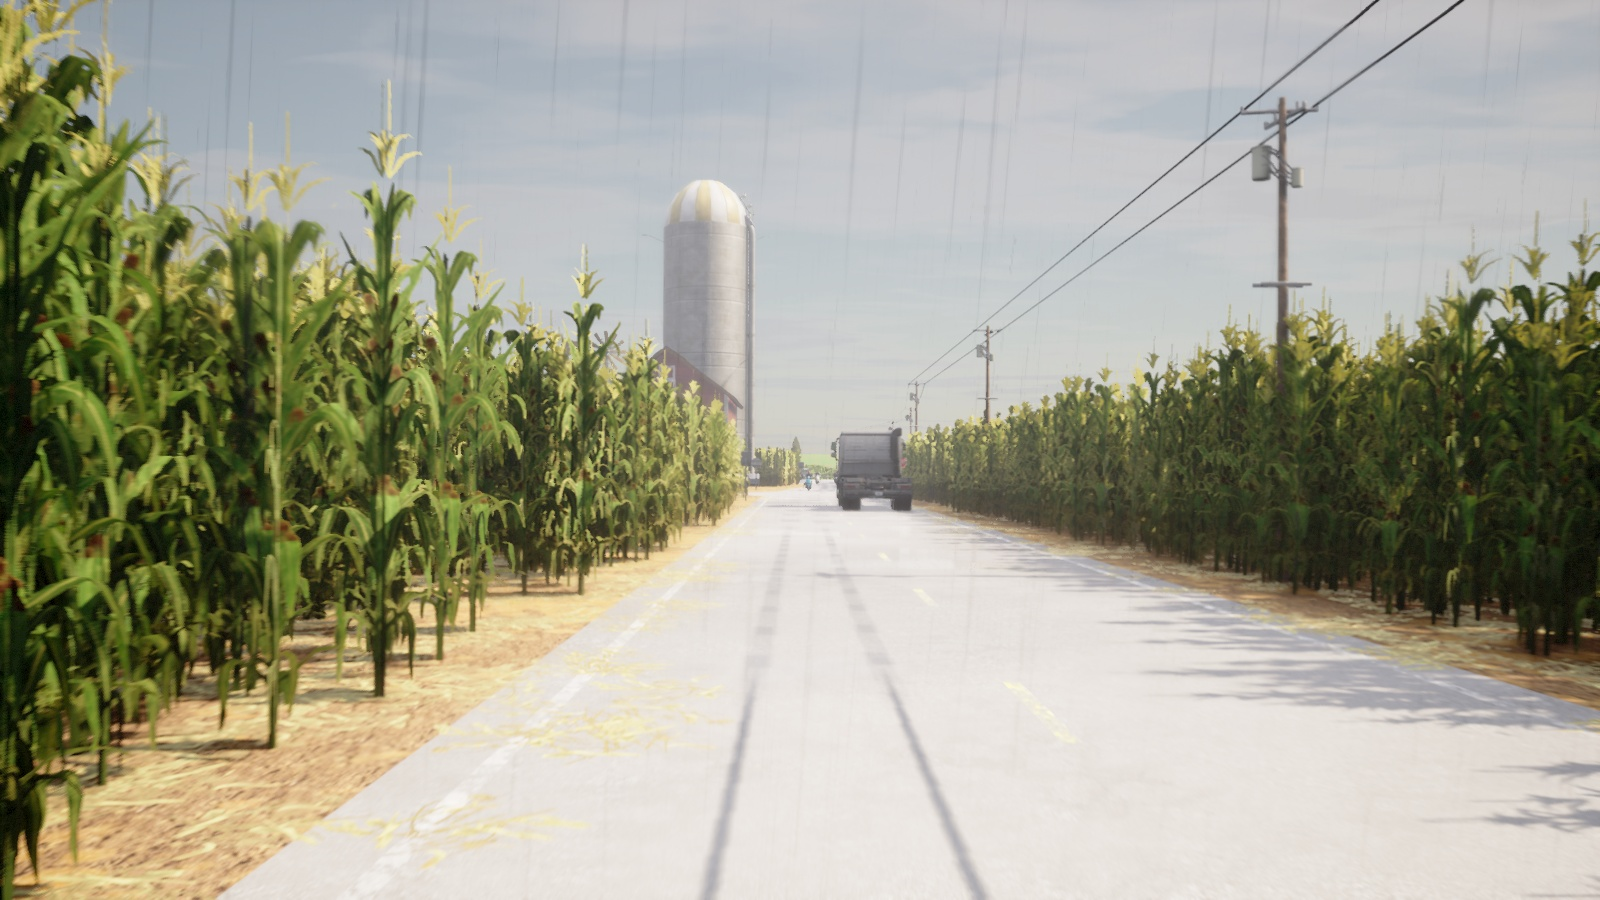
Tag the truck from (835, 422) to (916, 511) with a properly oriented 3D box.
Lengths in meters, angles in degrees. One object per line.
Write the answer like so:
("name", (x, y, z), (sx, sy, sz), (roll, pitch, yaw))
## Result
("truck", (3.075, 0.709, 53.100), (2.891, 3.462, 7.936), (0, -1, 0))
